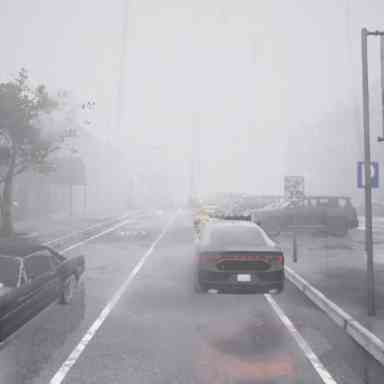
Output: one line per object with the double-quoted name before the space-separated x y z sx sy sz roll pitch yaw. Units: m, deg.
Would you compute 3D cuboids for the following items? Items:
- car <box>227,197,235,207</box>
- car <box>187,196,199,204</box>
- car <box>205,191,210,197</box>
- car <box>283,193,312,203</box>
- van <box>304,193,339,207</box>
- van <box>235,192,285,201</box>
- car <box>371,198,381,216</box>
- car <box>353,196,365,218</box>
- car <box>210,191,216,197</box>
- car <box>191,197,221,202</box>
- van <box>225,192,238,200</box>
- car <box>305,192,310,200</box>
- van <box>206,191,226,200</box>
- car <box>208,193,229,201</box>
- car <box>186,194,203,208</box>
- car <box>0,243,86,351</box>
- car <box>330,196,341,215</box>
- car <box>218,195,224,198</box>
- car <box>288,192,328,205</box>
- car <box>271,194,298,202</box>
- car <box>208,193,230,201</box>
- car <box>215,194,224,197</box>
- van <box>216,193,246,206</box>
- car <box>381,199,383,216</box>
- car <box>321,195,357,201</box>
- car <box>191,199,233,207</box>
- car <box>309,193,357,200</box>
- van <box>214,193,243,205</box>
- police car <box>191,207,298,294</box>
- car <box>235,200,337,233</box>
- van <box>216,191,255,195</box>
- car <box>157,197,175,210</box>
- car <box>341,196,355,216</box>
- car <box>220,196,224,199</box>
"car" 5.778 1.458 28.707 5.008 1.535 2.097 0 0 0
"car" 0.128 1.350 58.654 1.994 1.385 4.181 0 0 0
"car" 5.784 0.959 65.156 5.566 2.045 2.435 0 1 0
"car" 18.919 1.132 59.995 4.553 1.767 2.185 0 1 0
"van" 18.996 1.131 48.891 4.442 1.987 1.878 0 1 0
"van" 5.898 1.236 25.903 4.442 1.987 1.878 0 0 0
"car" 18.857 1.460 29.455 4.892 1.521 2.231 0 0 0
"car" 18.860 1.453 32.233 5.008 1.535 2.097 0 0 0
"car" 5.771 1.110 48.336 5.566 2.045 2.435 0 1 0
"car" 1.030 1.422 25.005 1.801 1.575 5.366 0 0 0
"van" 5.669 1.228 31.514 4.442 1.987 1.878 0 0 0
"car" 18.906 1.131 46.114 5.566 2.045 2.435 0 1 0
"van" 5.708 0.858 79.172 4.442 1.987 1.878 0 1 0
"car" 5.789 1.009 73.567 4.553 1.767 2.185 0 1 0
"car" 0.112 1.426 45.236 2.033 1.411 5.357 0 0 0
"car" -3.338 1.601 5.315 1.895 1.301 4.718 0 0 0
"car" 18.841 1.466 37.782 4.792 1.488 2.163 0 0 0
"car" 5.790 1.463 39.927 4.674 1.452 2.002 0 0 0
"car" 18.913 1.056 54.441 5.566 2.045 2.435 0 1 0
"car" 18.901 1.184 68.322 4.892 1.521 2.231 0 1 0
"car" 5.786 1.034 70.764 4.553 1.767 2.185 0 1 0
"car" 5.801 1.406 42.730 4.892 1.521 2.231 0 0 0
"van" 5.918 1.110 51.140 4.442 1.987 1.878 0 1 0
"car" 18.832 1.210 26.680 5.566 2.045 2.435 0 0 0
"car" 18.901 1.449 40.565 4.792 1.488 2.163 0 0 0
"car" 1.017 1.437 18.998 1.801 1.575 5.366 0 0 0
"car" 18.846 1.150 43.338 5.566 2.045 2.435 0 0 0
"van" 5.920 1.085 53.944 4.442 1.987 1.878 0 1 0
"police car" 0.995 1.422 8.904 1.930 1.638 5.238 0 0 0
"car" 5.591 1.465 20.298 5.366 1.575 1.946 0 0 0
"van" 5.914 1.160 45.536 4.442 1.987 1.878 0 0 0
"car" -3.160 1.392 41.067 2.128 1.511 4.902 0 0 0
"car" 19.052 1.442 35.010 5.366 1.575 1.946 0 0 0
"car" 5.819 1.467 37.119 4.792 1.488 2.163 0 0 0
